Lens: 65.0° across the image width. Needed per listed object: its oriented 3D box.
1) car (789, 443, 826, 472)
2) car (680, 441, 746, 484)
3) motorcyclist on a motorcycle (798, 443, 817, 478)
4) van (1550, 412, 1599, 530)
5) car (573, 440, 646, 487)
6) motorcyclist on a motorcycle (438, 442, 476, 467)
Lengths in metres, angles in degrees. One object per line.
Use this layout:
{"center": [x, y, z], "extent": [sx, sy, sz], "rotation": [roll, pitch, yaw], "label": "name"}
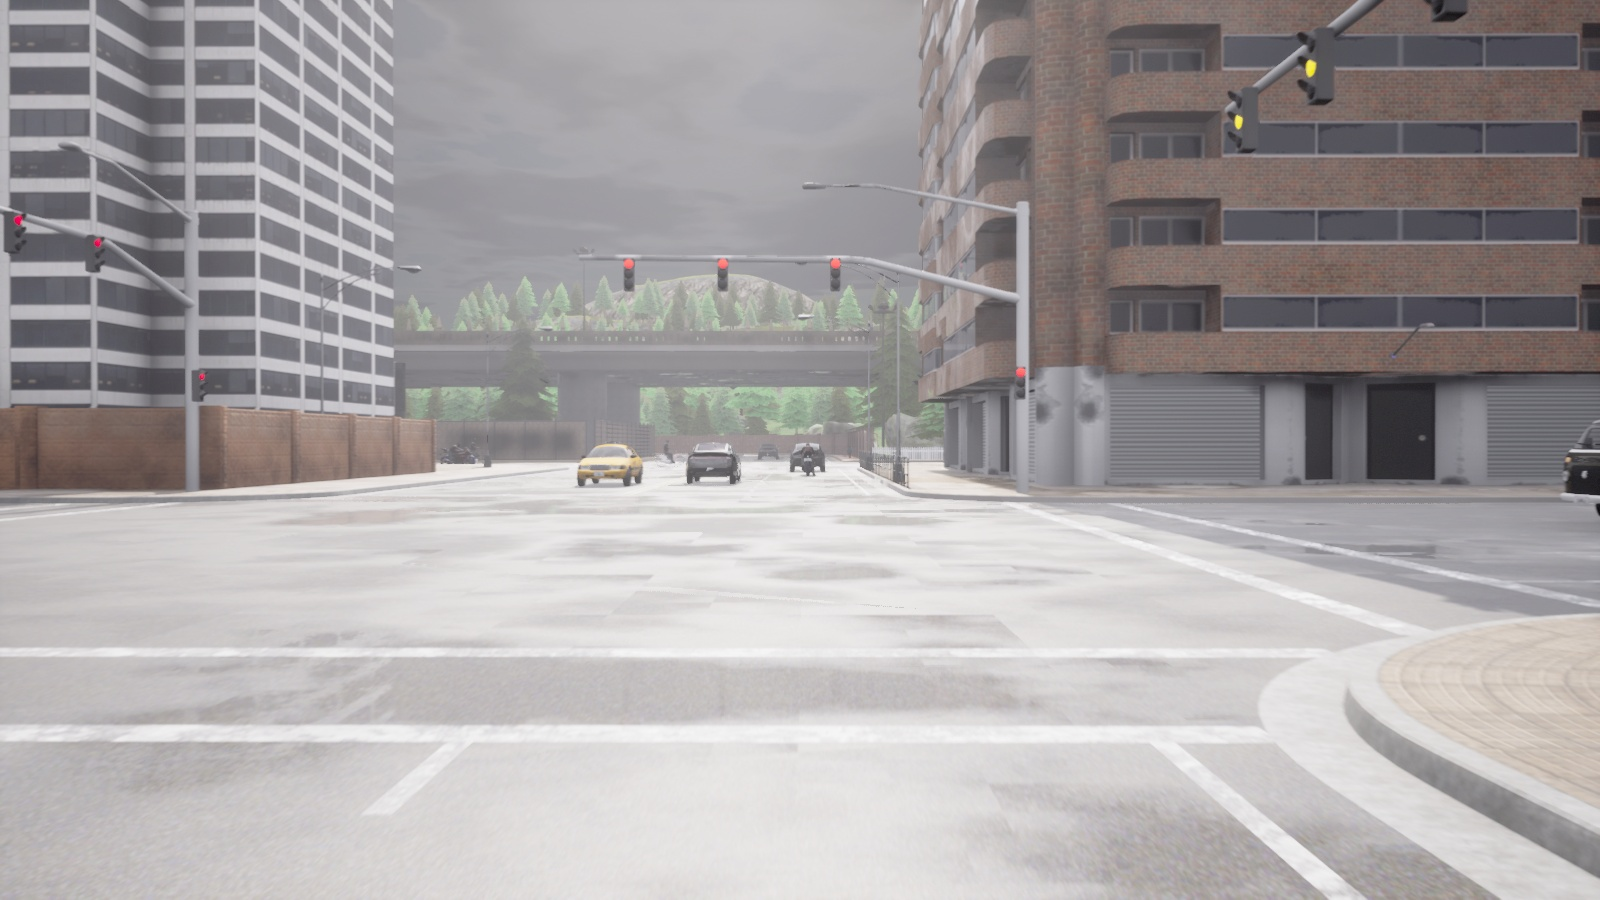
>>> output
{"center": [0.393, 0.378, 66.208], "extent": [1.837, 1.490, 4.892], "rotation": [0, 0, 0], "label": "car"}
{"center": [-3.214, 0.434, 47.233], "extent": [2.128, 1.511, 4.902], "rotation": [0, 0, 0], "label": "car"}
{"center": [0.357, 0.459, 57.239], "extent": [0.866, 1.530, 2.191], "rotation": [0, 0, 0], "label": "motorcyclist on a motorcycle"}
{"center": [16.011, 0.359, 22.023], "extent": [4.480, 2.038, 2.069], "rotation": [0, 0, 1], "label": "van"}
{"center": [-6.730, 0.427, 44.889], "extent": [1.801, 1.575, 5.366], "rotation": [0, 0, 0], "label": "car"}
{"center": [-21.521, 0.264, 78.846], "extent": [2.191, 1.530, 0.866], "rotation": [0, 0, 0], "label": "motorcyclist on a motorcycle"}
